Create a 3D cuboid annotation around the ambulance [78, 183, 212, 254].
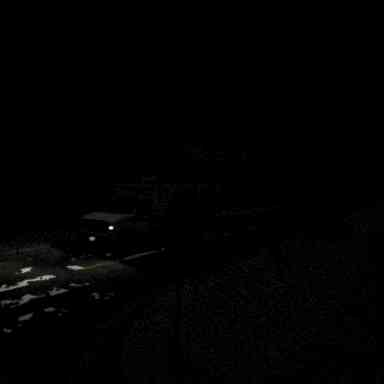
[{"bbox_3d":[-1.642,0.868,13.924,2.351,2.431,6.366,2,2,33],"label":"ambulance"}]
